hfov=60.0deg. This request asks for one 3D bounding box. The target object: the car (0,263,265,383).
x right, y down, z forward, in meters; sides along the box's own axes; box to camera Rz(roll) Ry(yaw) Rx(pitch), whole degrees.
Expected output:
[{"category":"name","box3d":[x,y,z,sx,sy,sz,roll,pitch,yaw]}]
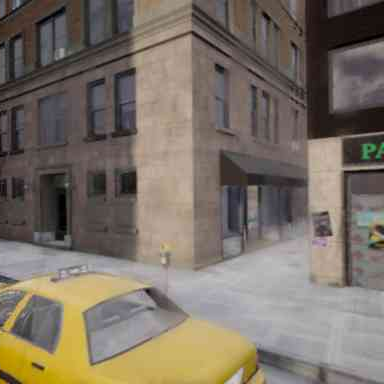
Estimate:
[{"category":"car","box3d":[-1.594,1.548,3.996,4.829,1.417,1.752,0,-1,36]}]
